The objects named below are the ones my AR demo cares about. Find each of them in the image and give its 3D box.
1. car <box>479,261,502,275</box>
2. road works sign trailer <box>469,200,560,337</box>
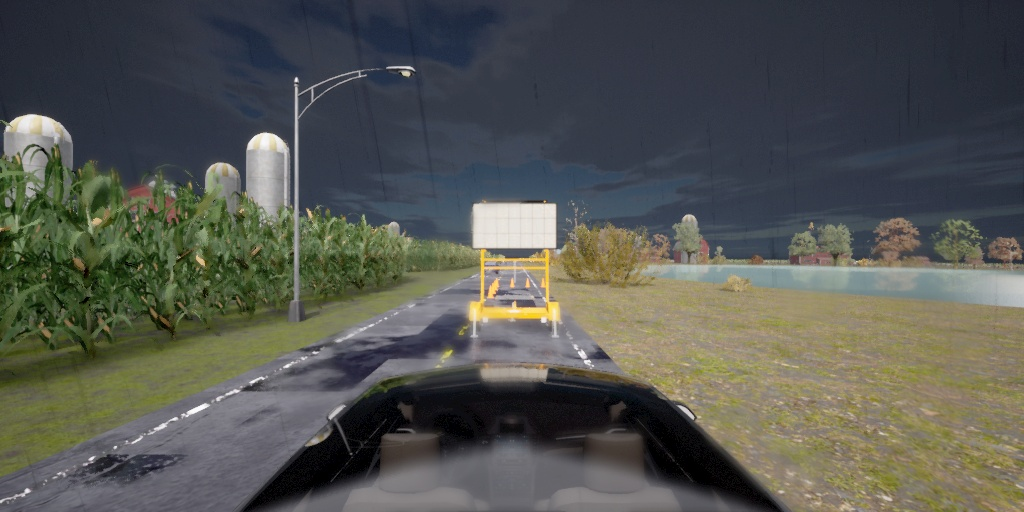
[{"bbox_3d":[-2.426,1.314,39.400,1.812,1.442,4.674,0,0,0],"label":"car"},{"bbox_3d":[0.081,0.217,10.239,2.380,3.560,2.880,0,0,0],"label":"road works sign trailer"}]
